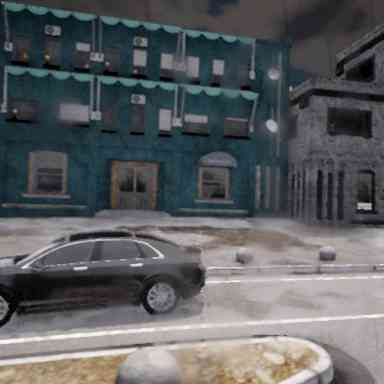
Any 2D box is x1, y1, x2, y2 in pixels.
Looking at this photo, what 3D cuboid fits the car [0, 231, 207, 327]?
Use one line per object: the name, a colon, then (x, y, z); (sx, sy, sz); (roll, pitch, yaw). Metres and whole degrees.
car: (-2.137, 1.589, 6.760); (4.892, 1.490, 1.837); (0, -2, -14)
